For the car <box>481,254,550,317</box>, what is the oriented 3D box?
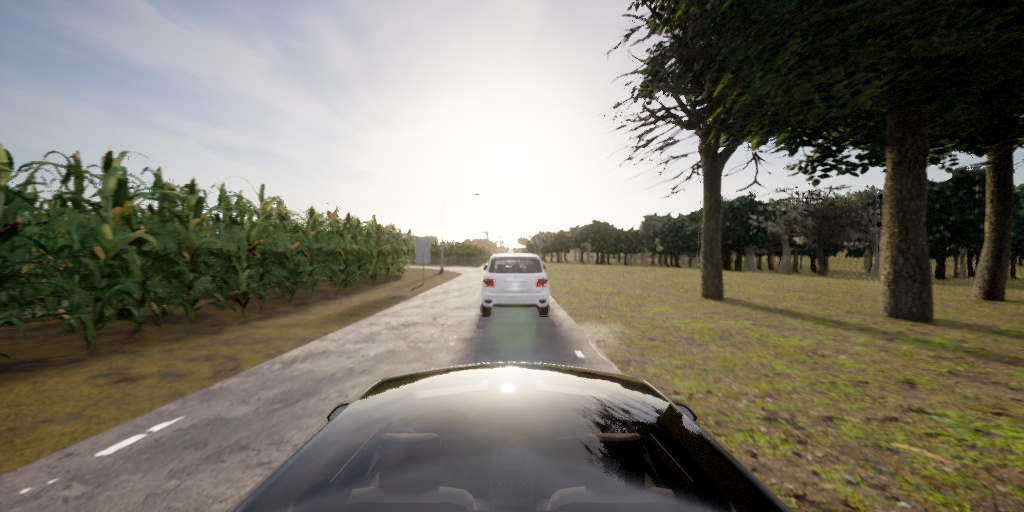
[{"bbox_3d":[0.104,0.943,13.175,2.150,2.045,5.566,0,0,0],"label":"car"}]
